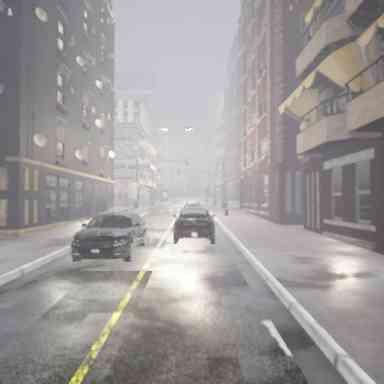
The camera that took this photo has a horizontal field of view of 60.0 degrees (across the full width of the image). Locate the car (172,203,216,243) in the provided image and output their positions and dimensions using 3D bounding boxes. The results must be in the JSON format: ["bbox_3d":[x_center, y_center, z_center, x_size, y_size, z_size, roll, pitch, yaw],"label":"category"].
[{"bbox_3d":[0.100,1.489,15.929,1.837,1.490,4.892,0,0,0],"label":"car"}]

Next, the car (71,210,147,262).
[{"bbox_3d":[-2.843,1.465,12.283,1.882,1.535,5.008,0,0,0],"label":"car"}]

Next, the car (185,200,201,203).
[{"bbox_3d":[0.115,1.473,32.079,2.128,1.511,4.902,0,0,0],"label":"car"}]
